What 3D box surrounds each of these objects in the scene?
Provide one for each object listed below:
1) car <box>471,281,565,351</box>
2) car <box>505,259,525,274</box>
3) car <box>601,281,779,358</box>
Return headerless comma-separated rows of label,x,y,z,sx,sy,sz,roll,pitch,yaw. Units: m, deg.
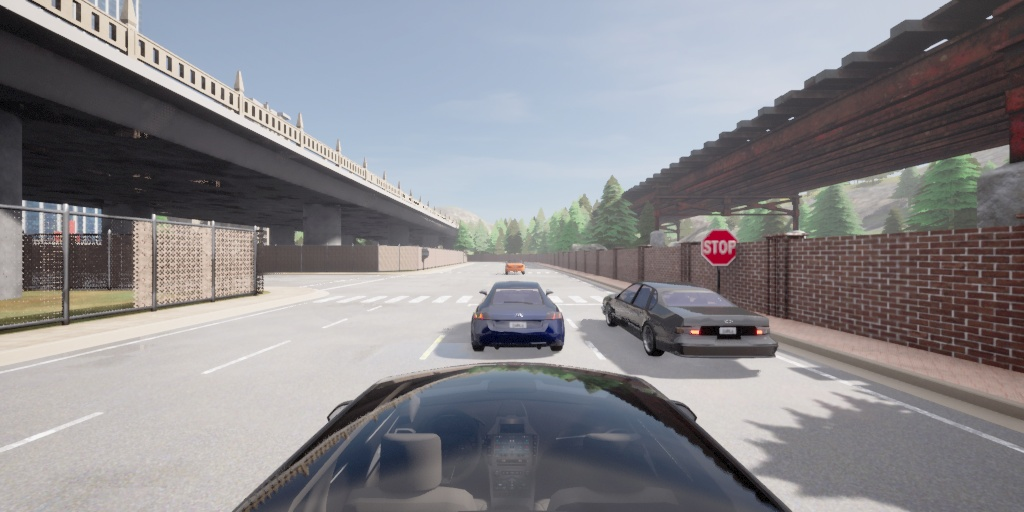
car,0.116,1.314,8.993,1.994,1.385,4.181,0,0,0
car,0.316,1.102,40.646,2.097,1.767,4.553,0,0,0
car,3.615,1.297,8.513,2.033,1.411,5.357,0,0,0
